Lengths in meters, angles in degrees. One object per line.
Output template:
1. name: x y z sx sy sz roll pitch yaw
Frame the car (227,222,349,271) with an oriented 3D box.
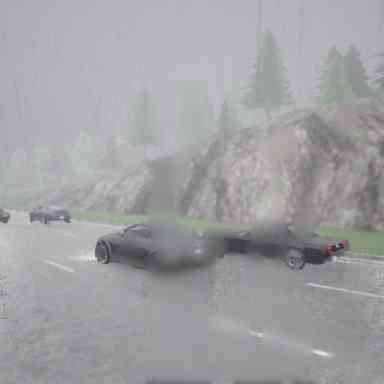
1. car: 2.607 1.676 11.350 4.718 1.301 1.895 0 0 42

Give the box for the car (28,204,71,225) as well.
1. car: -10.761 1.630 25.102 1.812 1.442 4.674 1 0 -44

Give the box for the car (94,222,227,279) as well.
1. car: -1.256 1.620 10.383 4.181 1.385 1.994 0 0 44

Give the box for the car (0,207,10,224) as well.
1. car: -15.134 1.687 24.620 1.895 1.301 4.718 1 0 -43
